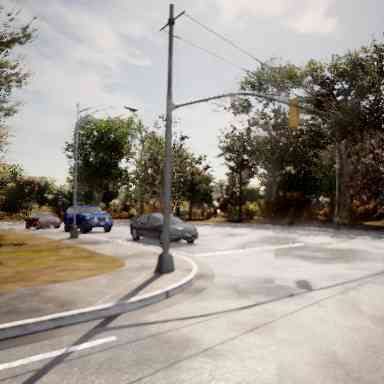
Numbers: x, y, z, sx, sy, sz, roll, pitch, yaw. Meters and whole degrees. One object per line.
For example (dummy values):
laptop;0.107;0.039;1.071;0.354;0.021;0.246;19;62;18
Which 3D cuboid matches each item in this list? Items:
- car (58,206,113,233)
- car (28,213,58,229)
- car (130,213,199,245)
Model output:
car;-8.319;2.123;26.353;2.150;2.045;5.566;2;-5;-40
car;-15.103;2.855;33.791;2.097;1.767;4.553;2;-5;-44
car;-1.615;1.929;17.937;1.837;1.490;4.892;2;-3;-39
